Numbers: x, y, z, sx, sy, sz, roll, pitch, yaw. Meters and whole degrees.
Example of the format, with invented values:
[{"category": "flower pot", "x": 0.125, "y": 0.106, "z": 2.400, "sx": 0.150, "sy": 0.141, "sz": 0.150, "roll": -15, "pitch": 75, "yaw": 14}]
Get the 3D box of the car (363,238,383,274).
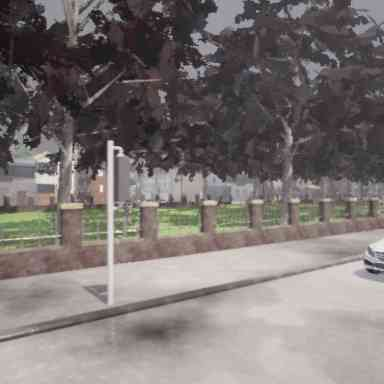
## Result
[{"category": "car", "x": 6.740, "y": 1.529, "z": 9.401, "sx": 4.674, "sy": 1.442, "sz": 1.812, "roll": 0, "pitch": 0, "yaw": -36}]
